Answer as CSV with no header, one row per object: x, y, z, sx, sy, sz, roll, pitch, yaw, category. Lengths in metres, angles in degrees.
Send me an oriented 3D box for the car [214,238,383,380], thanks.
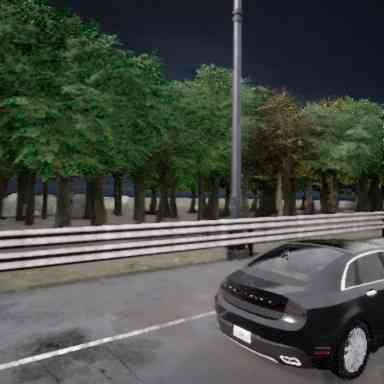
2.603,1.557,5.590,4.892,1.490,1.837,1,0,-35,car
